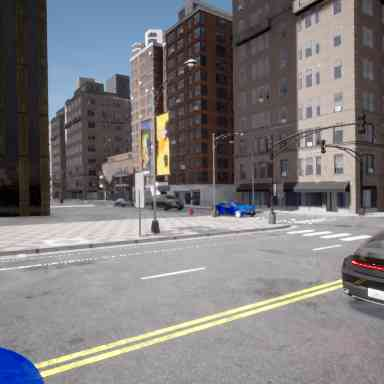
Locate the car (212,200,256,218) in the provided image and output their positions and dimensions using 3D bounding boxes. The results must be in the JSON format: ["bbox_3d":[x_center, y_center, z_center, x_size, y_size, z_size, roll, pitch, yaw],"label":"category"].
[{"bbox_3d":[3.994,1.577,31.989,1.882,1.535,5.008,-1,0,-34],"label":"car"}]

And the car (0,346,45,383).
[{"bbox_3d":[-3.183,1.478,1.171,5.008,1.535,1.882,0,0,-35],"label":"car"}]

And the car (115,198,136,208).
[{"bbox_3d":[-10.868,1.715,53.162,1.812,1.442,4.674,-1,1,-35],"label":"car"}]

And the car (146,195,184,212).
[{"bbox_3d":[-3.219,1.365,42.236,2.150,2.045,5.566,-1,0,-35],"label":"car"}]

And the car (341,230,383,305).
[{"bbox_3d":[5.135,1.504,7.103,4.892,1.490,1.837,0,0,-36],"label":"car"}]
